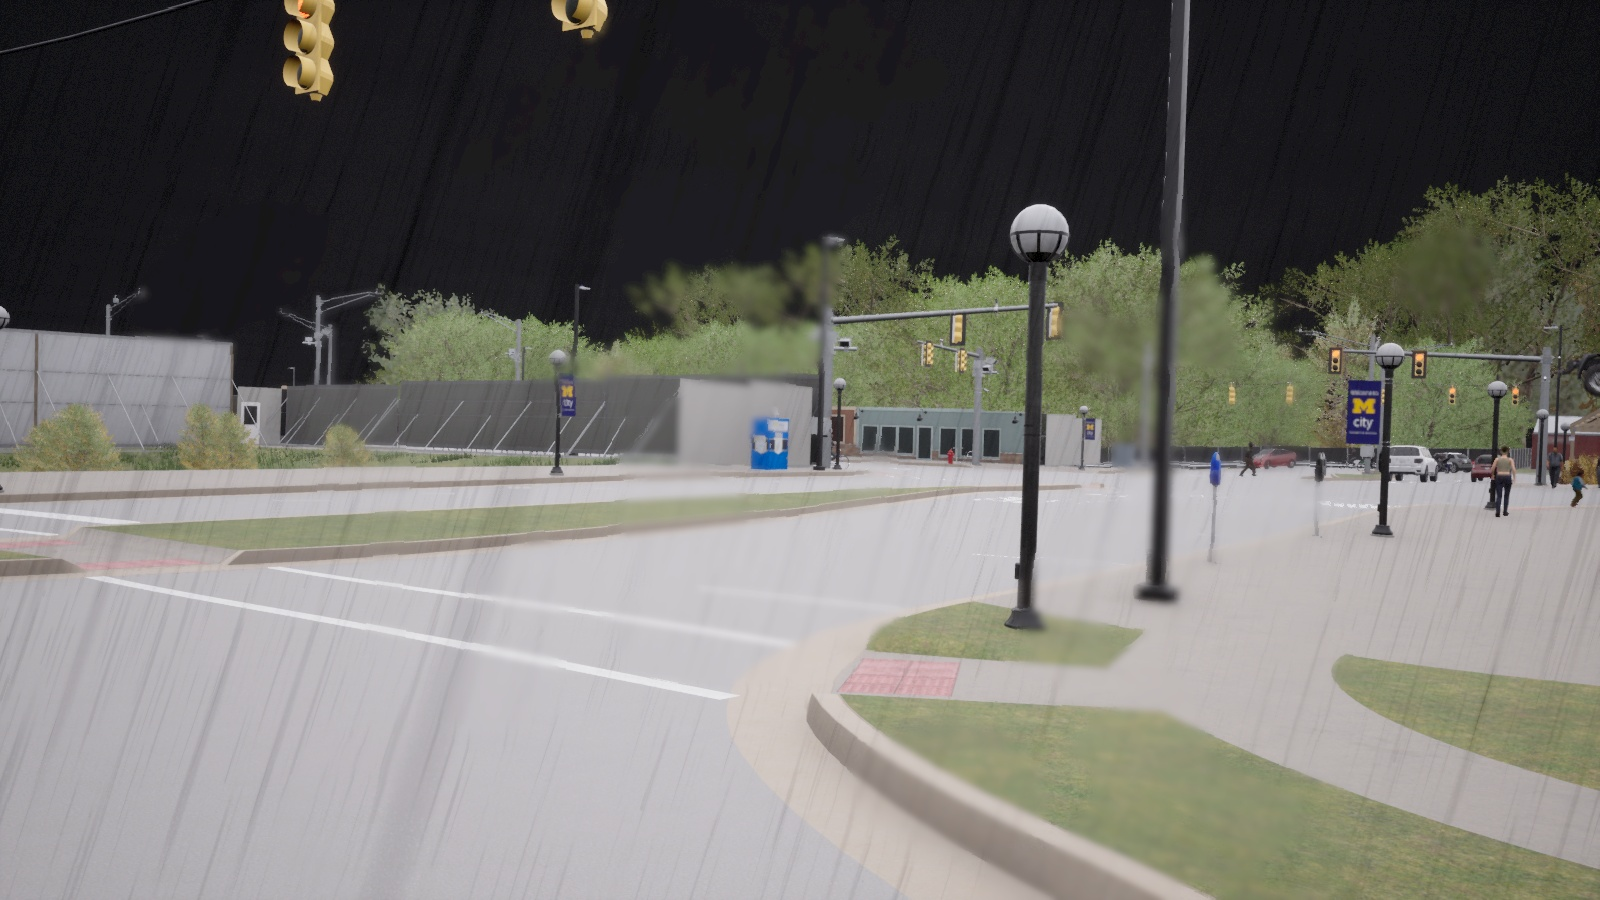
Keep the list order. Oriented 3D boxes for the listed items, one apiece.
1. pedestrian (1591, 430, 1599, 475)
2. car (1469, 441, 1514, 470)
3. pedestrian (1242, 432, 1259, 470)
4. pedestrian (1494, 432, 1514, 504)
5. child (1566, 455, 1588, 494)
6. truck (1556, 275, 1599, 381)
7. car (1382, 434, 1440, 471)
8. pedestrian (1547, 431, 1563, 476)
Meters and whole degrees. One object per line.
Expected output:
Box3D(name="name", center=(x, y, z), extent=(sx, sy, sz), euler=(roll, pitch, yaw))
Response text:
Box3D(name="pedestrian", center=(33.930, 0.099, 52.898), extent=(0.849, 1.883, 0.563), euler=(0, 2, -14))
Box3D(name="car", center=(40.739, 0.294, 73.917), extent=(1.851, 1.617, 3.988), euler=(0, 1, 36))
Box3D(name="pedestrian", center=(22.909, 0.036, 63.826), extent=(0.692, 1.930, 0.395), euler=(2, 2, 41))
Box3D(name="pedestrian", center=(18.223, 0.466, 32.494), extent=(0.345, 1.836, 0.594), euler=(2, 2, 35))
Box3D(name="child", center=(24.175, 0.773, 39.059), extent=(0.448, 1.192, 0.343), euler=(1, 2, 1))
Box3D(name="truck", center=(30.159, -4.362, 42.209), extent=(7.936, 3.462, 2.891), euler=(-3, 2, 32))
Box3D(name="car", center=(35.005, 0.158, 71.877), extent=(2.150, 2.045, 5.566), euler=(0, 0, 35))
Box3D(name="pedestrian", center=(31.527, 0.137, 52.434), extent=(0.540, 1.848, 0.694), euler=(2, 2, 31))
